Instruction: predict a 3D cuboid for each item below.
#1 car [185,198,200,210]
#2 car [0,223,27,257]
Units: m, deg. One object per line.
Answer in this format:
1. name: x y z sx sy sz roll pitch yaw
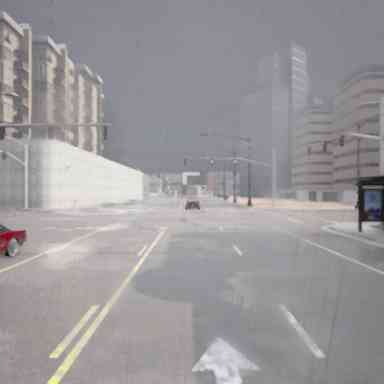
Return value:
1. car: 0.087 1.496 43.437 1.812 1.442 4.674 0 0 0
2. car: -7.074 1.594 10.161 1.895 1.301 4.718 0 0 0
